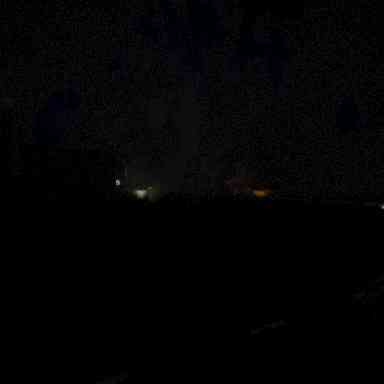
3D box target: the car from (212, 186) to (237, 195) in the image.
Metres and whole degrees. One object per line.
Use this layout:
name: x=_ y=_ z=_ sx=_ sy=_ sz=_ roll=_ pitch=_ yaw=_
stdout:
car: x=6.718 y=-0.173 z=64.819 sx=2.128 sy=1.511 sz=4.902 roll=0 pitch=2 yaw=-35

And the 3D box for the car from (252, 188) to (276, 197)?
car: x=13.077 y=0.071 z=60.681 sx=1.882 sy=1.535 sz=5.008 roll=0 pitch=2 yaw=-35

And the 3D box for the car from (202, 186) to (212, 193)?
car: x=4.073 y=-0.553 z=73.275 sx=1.994 sy=1.385 sz=4.181 roll=0 pitch=2 yaw=-36

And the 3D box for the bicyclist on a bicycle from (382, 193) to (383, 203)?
bicyclist on a bicycle: x=26.996 y=0.776 z=46.593 sx=1.656 sy=1.620 sz=0.582 roll=0 pitch=2 yaw=-36
